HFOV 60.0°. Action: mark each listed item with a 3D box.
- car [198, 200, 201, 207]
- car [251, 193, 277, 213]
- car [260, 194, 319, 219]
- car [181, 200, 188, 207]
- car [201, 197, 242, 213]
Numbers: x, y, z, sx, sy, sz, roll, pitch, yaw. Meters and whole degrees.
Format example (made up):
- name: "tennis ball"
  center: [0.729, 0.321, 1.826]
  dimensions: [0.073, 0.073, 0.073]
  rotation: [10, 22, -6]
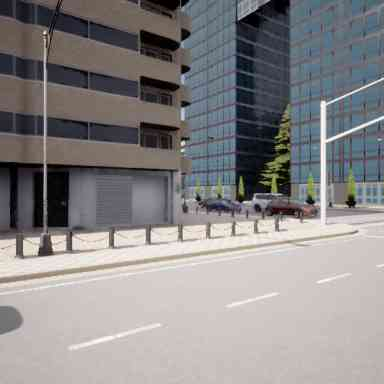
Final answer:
- name: "car"
  center: [2.796, 1.439, 42.876]
  dimensions: [2.128, 1.511, 4.902]
  rotation: [0, 0, -35]
- name: "car"
  center: [8.634, 1.169, 34.636]
  dimensions: [2.150, 2.045, 5.566]
  rotation: [0, 0, -36]
- name: "car"
  center: [8.556, 1.299, 28.716]
  dimensions: [2.097, 1.767, 4.553]
  rotation: [0, 0, -35]
- name: "car"
  center: [-2.339, 1.473, 44.116]
  dimensions: [1.812, 1.442, 4.674]
  rotation: [0, 0, -35]
- name: "car"
  center: [3.351, 1.473, 36.028]
  dimensions: [1.812, 1.442, 4.674]
  rotation: [0, 0, -35]
